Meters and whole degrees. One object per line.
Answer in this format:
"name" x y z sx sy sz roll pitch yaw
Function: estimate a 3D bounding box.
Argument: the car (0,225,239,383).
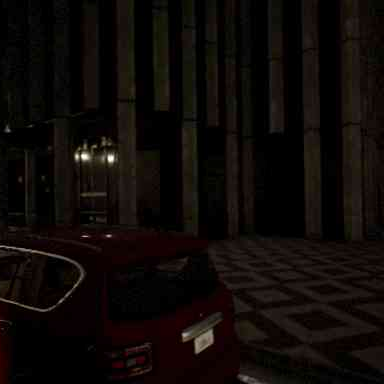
"car" -1.843 1.353 4.176 5.009 1.841 2.192 -1 -1 36
